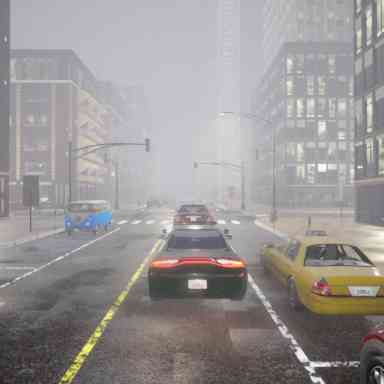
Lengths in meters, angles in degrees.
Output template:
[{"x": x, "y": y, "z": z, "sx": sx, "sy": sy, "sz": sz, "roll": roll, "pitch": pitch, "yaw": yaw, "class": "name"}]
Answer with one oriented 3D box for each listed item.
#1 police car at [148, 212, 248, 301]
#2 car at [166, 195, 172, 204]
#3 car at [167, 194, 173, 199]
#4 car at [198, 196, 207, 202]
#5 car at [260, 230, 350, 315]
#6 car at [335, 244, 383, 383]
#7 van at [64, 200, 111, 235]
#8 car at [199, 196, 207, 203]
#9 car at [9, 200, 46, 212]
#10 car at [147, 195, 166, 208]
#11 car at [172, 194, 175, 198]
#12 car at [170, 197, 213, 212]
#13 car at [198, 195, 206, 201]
[{"x": 0.100, "y": 1.509, "z": 8.482, "sx": 2.038, "sy": 1.542, "sz": 4.974, "roll": 0, "pitch": 0, "yaw": 0, "class": "police car"}, {"x": -5.699, "y": 1.720, "z": 67.821, "sx": 1.947, "sy": 1.339, "sz": 4.313, "roll": 0, "pitch": 0, "yaw": 0, "class": "car"}, {"x": -5.700, "y": 1.761, "z": 73.484, "sx": 1.802, "sy": 1.307, "sz": 4.206, "roll": 0, "pitch": 0, "yaw": 0, "class": "car"}, {"x": 2.677, "y": 1.801, "z": 84.812, "sx": 1.947, "sy": 1.339, "sz": 4.313, "roll": 0, "pitch": 0, "yaw": 0, "class": "car"}, {"x": 2.706, "y": 1.529, "z": 7.554, "sx": 1.752, "sy": 1.417, "sz": 4.829, "roll": 1, "pitch": 0, "yaw": 0, "class": "car"}, {"x": 2.706, "y": 1.441, "z": 1.860, "sx": 1.967, "sy": 1.590, "sz": 4.097, "roll": 1, "pitch": 0, "yaw": 0, "class": "car"}, {"x": -5.663, "y": 1.358, "z": 18.429, "sx": 1.690, "sy": 1.788, "sz": 3.998, "roll": 1, "pitch": 0, "yaw": 0, "class": "van"}, {"x": 2.679, "y": 1.733, "z": 79.318, "sx": 1.752, "sy": 1.417, "sz": 4.829, "roll": 0, "pitch": 0, "yaw": 0, "class": "car"}, {"x": -19.062, "y": 1.538, "z": 37.834, "sx": 4.507, "sy": 1.381, "sz": 1.887, "roll": 0, "pitch": -1, "yaw": 0, "class": "car"}, {"x": -5.693, "y": 1.408, "z": 50.834, "sx": 2.192, "sy": 1.841, "sz": 5.009, "roll": 0, "pitch": 0, "yaw": 0, "class": "car"}, {"x": -5.701, "y": 1.646, "z": 79.147, "sx": 1.967, "sy": 1.590, "sz": 4.097, "roll": 0, "pitch": 0, "yaw": 0, "class": "car"}, {"x": 0.081, "y": 1.369, "z": 18.592, "sx": 2.097, "sy": 1.767, "sz": 4.553, "roll": 0, "pitch": 0, "yaw": 0, "class": "car"}, {"x": 2.677, "y": 1.705, "z": 90.475, "sx": 1.967, "sy": 1.590, "sz": 4.097, "roll": 0, "pitch": 0, "yaw": 0, "class": "car"}]
